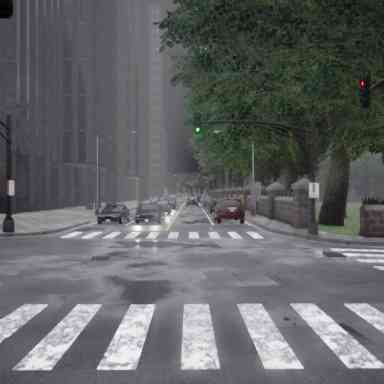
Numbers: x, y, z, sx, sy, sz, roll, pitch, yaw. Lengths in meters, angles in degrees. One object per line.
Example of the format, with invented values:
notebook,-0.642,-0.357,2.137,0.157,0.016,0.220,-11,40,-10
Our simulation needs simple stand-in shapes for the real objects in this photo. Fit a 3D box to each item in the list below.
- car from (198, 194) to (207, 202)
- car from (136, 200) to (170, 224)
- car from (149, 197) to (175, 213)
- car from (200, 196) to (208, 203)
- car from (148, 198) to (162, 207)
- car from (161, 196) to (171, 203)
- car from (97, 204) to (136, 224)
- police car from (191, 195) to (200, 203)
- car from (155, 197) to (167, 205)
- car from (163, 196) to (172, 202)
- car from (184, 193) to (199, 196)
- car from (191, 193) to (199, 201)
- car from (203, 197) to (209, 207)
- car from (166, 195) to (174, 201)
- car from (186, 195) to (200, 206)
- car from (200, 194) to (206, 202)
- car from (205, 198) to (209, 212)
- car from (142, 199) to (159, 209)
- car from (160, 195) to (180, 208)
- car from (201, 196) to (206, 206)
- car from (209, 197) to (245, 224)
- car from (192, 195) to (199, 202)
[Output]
car,2.673,1.471,85.103,2.192,1.841,5.009,0,0,0
car,-3.127,1.580,25.582,2.033,1.411,5.357,0,0,0
car,-3.122,1.577,35.219,1.812,1.442,4.674,0,0,0
car,2.685,1.655,74.359,1.752,1.417,4.829,0,0,0
car,-5.817,1.667,52.348,1.802,1.307,4.206,0,0,0
car,-5.840,1.674,74.176,1.887,1.381,4.507,0,0,0
car,-5.788,1.598,25.063,1.947,1.339,4.313,0,0,0
police car,0.821,1.559,75.845,1.930,1.638,5.238,0,0,0
car,-5.829,1.688,63.262,1.802,1.307,4.206,0,0,0
car,-5.846,1.687,79.633,1.887,1.381,4.507,0,0,0
car,0.022,1.461,64.987,2.097,1.767,4.553,0,0,0
car,0.804,1.397,91.766,2.150,2.045,5.566,0,0,0
car,2.720,1.614,41.450,2.008,1.369,4.403,0,0,0
car,-5.858,1.609,90.547,1.967,1.590,4.097,0,0,0
car,0.042,1.616,55.223,1.812,1.442,4.674,0,0,0
car,2.708,1.525,52.364,1.967,1.590,4.097,0,0,0
car,2.726,1.618,35.994,1.947,1.339,4.313,0,0,0
car,-5.811,1.656,46.891,1.802,1.307,4.206,0,0,0
car,-3.137,1.562,45.486,2.128,1.511,4.902,0,0,0
car,2.714,1.625,46.907,2.008,1.369,4.403,0,0,0
car,2.737,1.347,25.082,2.192,1.841,5.009,0,0,0
car,0.810,1.663,85.735,1.837,1.490,4.892,0,0,0
